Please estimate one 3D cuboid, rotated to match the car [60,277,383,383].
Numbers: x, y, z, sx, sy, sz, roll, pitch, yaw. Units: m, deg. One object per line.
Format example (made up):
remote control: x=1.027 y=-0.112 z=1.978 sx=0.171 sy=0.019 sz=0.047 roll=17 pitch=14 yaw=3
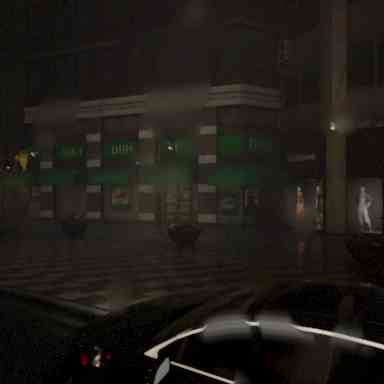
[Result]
car: x=0.922 y=1.504 z=2.627 sx=4.892 sy=1.490 sz=1.837 roll=0 pitch=0 yaw=36
